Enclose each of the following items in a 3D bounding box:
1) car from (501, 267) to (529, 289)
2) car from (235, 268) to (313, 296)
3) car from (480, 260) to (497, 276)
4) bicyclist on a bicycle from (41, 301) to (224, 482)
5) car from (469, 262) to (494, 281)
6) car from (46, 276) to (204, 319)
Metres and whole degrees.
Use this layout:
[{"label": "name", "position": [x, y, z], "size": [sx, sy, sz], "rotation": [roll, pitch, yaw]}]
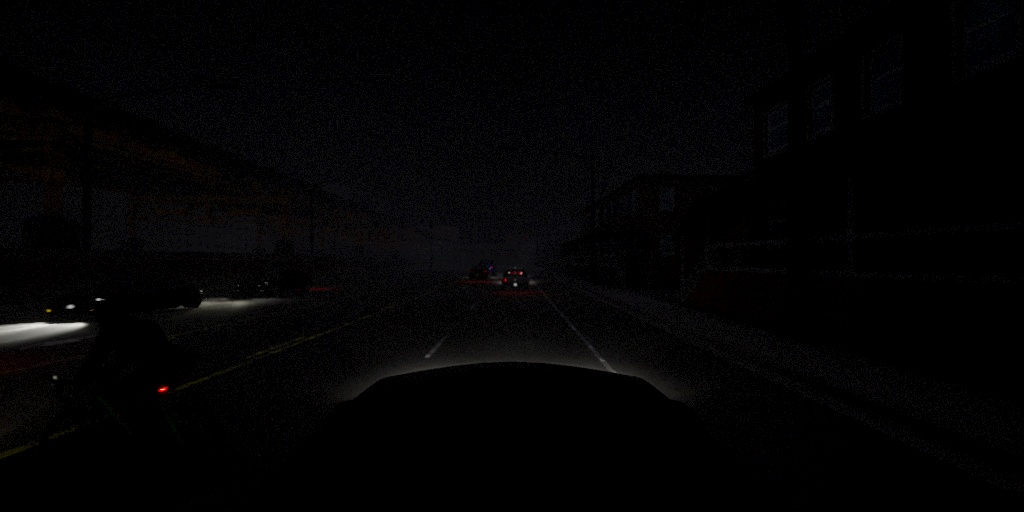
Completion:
[{"label": "car", "position": [0.249, 1.648, 25.981], "size": [1.895, 1.301, 4.718], "rotation": [0, -1, 1]}, {"label": "car", "position": [-13.882, 1.470, 21.276], "size": [1.882, 1.535, 5.008], "rotation": [0, -1, 0]}, {"label": "car", "position": [-3.153, 1.515, 46.237], "size": [2.150, 2.045, 5.566], "rotation": [0, -1, 1]}, {"label": "bicyclist on a bicycle", "position": [-3.408, 1.222, 3.209], "size": [1.656, 1.620, 0.582], "rotation": [-2, -1, 0]}, {"label": "car", "position": [-3.198, 1.649, 36.232], "size": [1.882, 1.535, 5.008], "rotation": [0, -1, 0]}, {"label": "car", "position": [-14.029, 1.452, 13.390], "size": [1.994, 1.385, 4.181], "rotation": [0, -1, 0]}]
